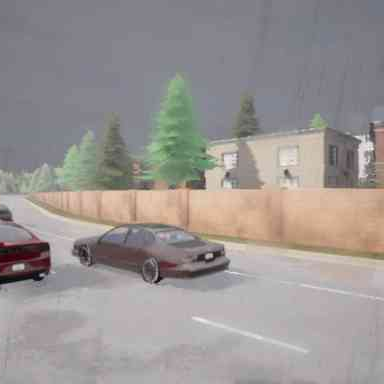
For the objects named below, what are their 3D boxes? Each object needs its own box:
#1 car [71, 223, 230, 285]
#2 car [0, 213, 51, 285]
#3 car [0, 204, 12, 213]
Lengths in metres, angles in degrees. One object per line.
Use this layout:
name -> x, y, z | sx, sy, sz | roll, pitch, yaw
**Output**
car -> -1.471, 1.630, 9.873 | 5.357, 1.411, 2.033 | 0, -1, 41
car -> -5.672, 1.523, 9.074 | 5.008, 1.535, 1.882 | 0, -1, 43
car -> -14.138, 1.624, 23.799 | 1.837, 1.490, 4.892 | 0, 0, -37
